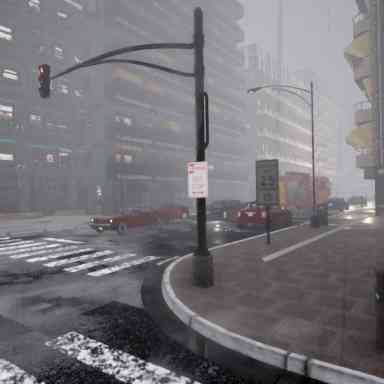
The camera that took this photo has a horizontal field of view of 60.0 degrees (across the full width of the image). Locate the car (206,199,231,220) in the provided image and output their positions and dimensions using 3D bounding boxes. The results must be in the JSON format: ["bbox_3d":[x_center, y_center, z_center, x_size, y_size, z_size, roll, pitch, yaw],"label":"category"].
[{"bbox_3d":[2.594,1.335,26.715,1.837,1.490,4.892,-1,0,36],"label":"car"}]

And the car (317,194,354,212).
[{"bbox_3d":[14.136,1.195,32.692,1.947,1.339,4.313,-1,0,36],"label":"car"}]

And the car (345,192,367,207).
[{"bbox_3d":[20.817,1.087,41.840,1.887,1.381,4.507,-1,0,36],"label":"car"}]

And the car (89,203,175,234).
[{"bbox_3d":[-3.334,1.511,18.574,1.895,1.301,4.718,-1,0,35],"label":"car"}]

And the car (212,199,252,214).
[{"bbox_3d":[4.028,1.383,33.059,2.008,1.369,4.403,-1,0,36],"label":"car"}]

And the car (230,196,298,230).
[{"bbox_3d":[4.203,1.200,18.906,1.967,1.590,4.097,-1,0,36],"label":"car"}]

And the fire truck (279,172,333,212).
[{"bbox_3d":[11.733,0.023,33.995,2.891,3.827,8.468,-1,0,36],"label":"fire truck"}]

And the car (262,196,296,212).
[{"bbox_3d":[9.539,1.244,36.206,1.837,1.490,4.892,-1,-1,36],"label":"car"}]

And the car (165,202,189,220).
[{"bbox_3d":[-2.003,1.458,24.954,1.887,1.381,4.507,-1,0,36],"label":"car"}]

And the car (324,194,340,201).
[{"bbox_3d":[27.415,1.083,65.079,2.008,1.369,4.403,-1,0,36],"label":"car"}]
